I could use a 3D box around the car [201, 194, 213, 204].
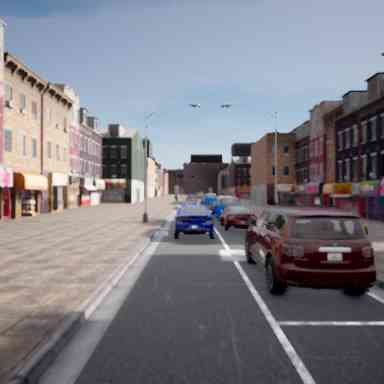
[{"bbox_3d":[2.629,1.171,58.417,1.967,1.590,4.097,1,0,0],"label":"car"}]

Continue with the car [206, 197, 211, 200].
[{"bbox_3d":[2.637,1.415,30.715,1.947,1.339,4.313,1,0,0],"label":"car"}]

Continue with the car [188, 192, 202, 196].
[{"bbox_3d":[0.082,1.094,55.774,2.097,1.767,4.553,0,0,0],"label":"car"}]

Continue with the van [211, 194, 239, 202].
[{"bbox_3d":[2.642,1.217,25.174,1.690,1.788,3.998,1,0,0],"label":"van"}]

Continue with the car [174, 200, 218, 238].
[{"bbox_3d":[0.071,1.392,17.253,1.882,1.535,5.008,0,0,-1],"label":"car"}]

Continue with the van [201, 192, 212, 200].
[{"bbox_3d":[2.634,1.115,47.335,1.690,1.788,3.998,1,0,0],"label":"van"}]

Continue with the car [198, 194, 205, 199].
[{"bbox_3d":[2.619,1.159,90.974,1.752,1.417,4.829,1,0,0],"label":"car"}]

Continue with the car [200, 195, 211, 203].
[{"bbox_3d":[2.626,1.257,63.959,1.887,1.381,4.507,1,0,0],"label":"car"}]

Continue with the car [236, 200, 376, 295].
[{"bbox_3d":[2.647,1.273,8.551,2.192,1.841,5.009,1,0,0],"label":"car"}]

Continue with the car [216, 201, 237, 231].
[{"bbox_3d":[2.641,1.448,19.634,1.887,1.381,4.507,1,0,0],"label":"car"}]

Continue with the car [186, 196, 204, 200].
[{"bbox_3d":[0.088,1.413,38.447,1.895,1.301,4.718,0,0,0],"label":"car"}]
